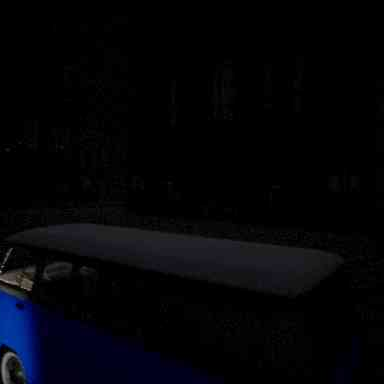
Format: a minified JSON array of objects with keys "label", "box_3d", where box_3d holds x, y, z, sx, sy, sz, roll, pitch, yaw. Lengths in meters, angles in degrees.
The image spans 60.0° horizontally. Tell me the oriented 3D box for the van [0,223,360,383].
[{"label":"van","box_3d":[-0.484,1.302,3.328,3.998,1.788,1.690,1,0,36]}]
